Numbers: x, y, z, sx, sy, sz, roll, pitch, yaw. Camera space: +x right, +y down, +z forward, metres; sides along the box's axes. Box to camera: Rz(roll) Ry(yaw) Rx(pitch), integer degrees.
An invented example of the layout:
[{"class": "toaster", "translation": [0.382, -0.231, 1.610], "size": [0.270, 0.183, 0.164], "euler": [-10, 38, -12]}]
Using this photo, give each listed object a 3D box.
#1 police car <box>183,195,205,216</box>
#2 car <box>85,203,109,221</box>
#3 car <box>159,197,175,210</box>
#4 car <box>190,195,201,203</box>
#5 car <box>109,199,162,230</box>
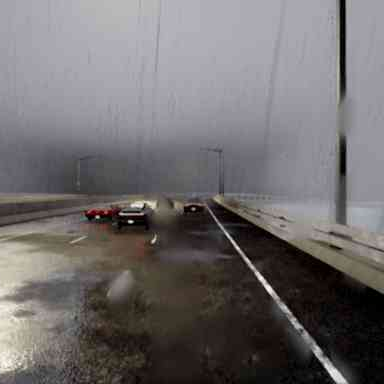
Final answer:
[{"class": "police car", "translation": [0.170, 1.264, 30.472], "size": [2.038, 1.542, 4.974], "euler": [0, 0, 1]}, {"class": "car", "translation": [-6.769, 1.490, 26.155], "size": [1.895, 1.301, 4.718], "euler": [0, 0, 1]}, {"class": "car", "translation": [-3.112, 1.341, 39.239], "size": [1.837, 1.490, 4.892], "euler": [0, 0, 1]}, {"class": "car", "translation": [0.721, 1.205, 61.264], "size": [2.033, 1.411, 5.357], "euler": [0, 0, 1]}, {"class": "car", "translation": [-3.316, 1.404, 20.541], "size": [2.128, 1.511, 4.902], "euler": [0, 0, 0]}]
